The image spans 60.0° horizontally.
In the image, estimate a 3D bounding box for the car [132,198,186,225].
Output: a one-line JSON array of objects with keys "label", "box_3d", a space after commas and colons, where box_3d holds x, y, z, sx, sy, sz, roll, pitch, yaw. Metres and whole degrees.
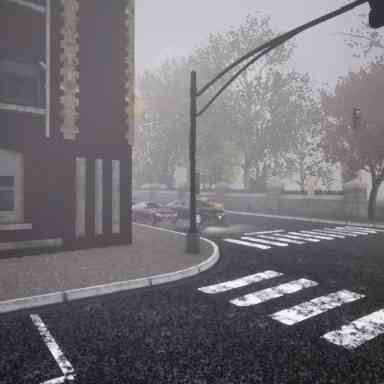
[{"label": "car", "box_3d": [-2.503, 1.257, 21.022, 1.802, 1.307, 4.206, 2, 0, -36]}]

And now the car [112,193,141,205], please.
[{"label": "car", "box_3d": [-8.681, 0.864, 43.876, 2.008, 1.369, 4.403, 1, 0, -36]}]

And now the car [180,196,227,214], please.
[{"label": "car", "box_3d": [0.950, 1.129, 30.551, 1.752, 1.417, 4.829, 1, 0, -36]}]

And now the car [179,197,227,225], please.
[{"label": "car", "box_3d": [0.164, 1.207, 21.687, 1.837, 1.490, 4.892, 0, 1, -39]}]

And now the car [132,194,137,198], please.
[{"label": "car", "box_3d": [-6.315, 1.011, 30.701, 1.837, 1.490, 4.892, 0, 1, -36]}]
